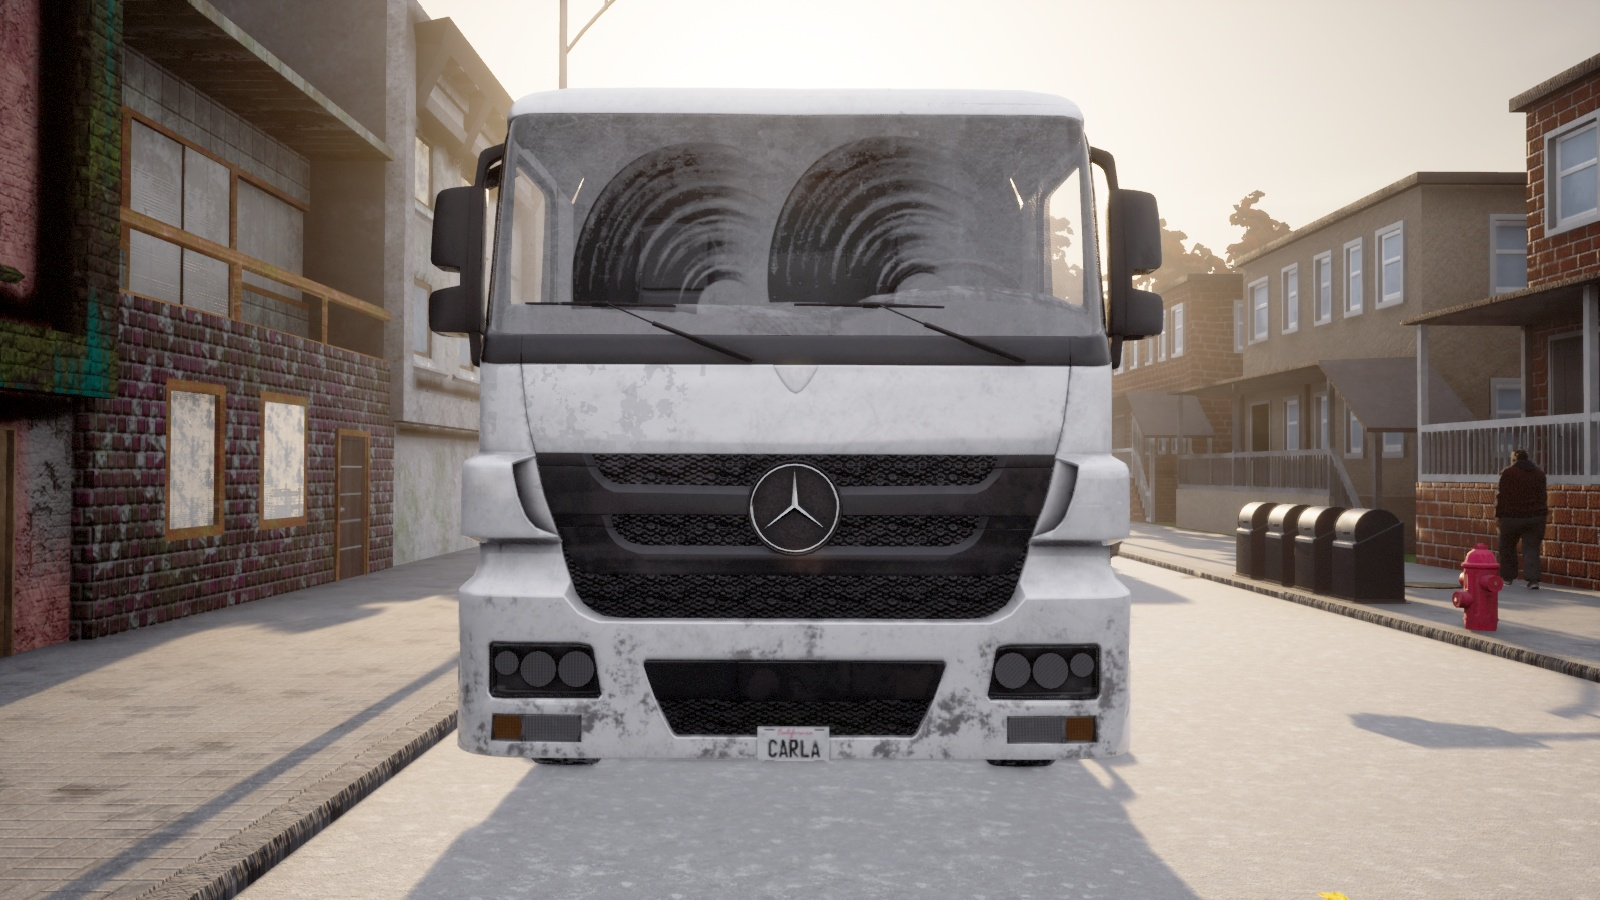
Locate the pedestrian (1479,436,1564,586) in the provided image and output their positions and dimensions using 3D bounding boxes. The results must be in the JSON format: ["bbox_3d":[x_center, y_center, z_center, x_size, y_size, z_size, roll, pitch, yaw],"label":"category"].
[{"bbox_3d":[9.141,0.755,15.936,0.634,1.844,0.899,0,-1,9],"label":"pedestrian"}]

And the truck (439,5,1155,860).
[{"bbox_3d":[-0.025,-0.015,9.072,2.891,3.462,7.936,0,-1,0],"label":"truck"}]
